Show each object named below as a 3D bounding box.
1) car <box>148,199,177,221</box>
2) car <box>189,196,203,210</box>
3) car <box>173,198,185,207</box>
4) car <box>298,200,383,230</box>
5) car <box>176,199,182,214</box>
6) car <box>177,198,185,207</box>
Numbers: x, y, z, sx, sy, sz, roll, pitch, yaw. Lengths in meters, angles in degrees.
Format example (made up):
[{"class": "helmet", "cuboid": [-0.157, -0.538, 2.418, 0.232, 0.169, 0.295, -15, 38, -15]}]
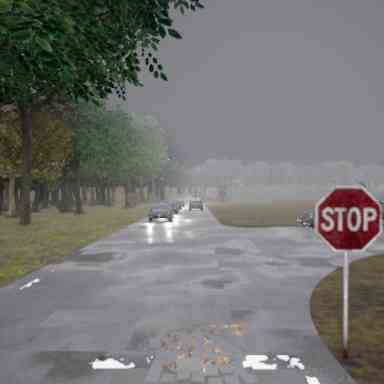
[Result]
[{"class": "car", "cuboid": [-2.549, 1.640, 28.444, 1.837, 1.490, 4.892, 0, 0, 1]}, {"class": "car", "cuboid": [0.570, 1.730, 46.788, 2.128, 1.511, 4.902, 0, 0, 1]}, {"class": "car", "cuboid": [-2.234, 1.829, 57.982, 1.812, 1.442, 4.674, 0, 0, 1]}, {"class": "car", "cuboid": [7.783, 1.112, 16.464, 4.892, 1.490, 1.837, -3, 1, 7]}, {"class": "car", "cuboid": [-2.453, 1.787, 37.808, 1.895, 1.301, 4.718, 0, 0, 1]}, {"class": "car", "cuboid": [-2.357, 1.791, 47.556, 2.033, 1.411, 5.357, 0, 0, 0]}]
